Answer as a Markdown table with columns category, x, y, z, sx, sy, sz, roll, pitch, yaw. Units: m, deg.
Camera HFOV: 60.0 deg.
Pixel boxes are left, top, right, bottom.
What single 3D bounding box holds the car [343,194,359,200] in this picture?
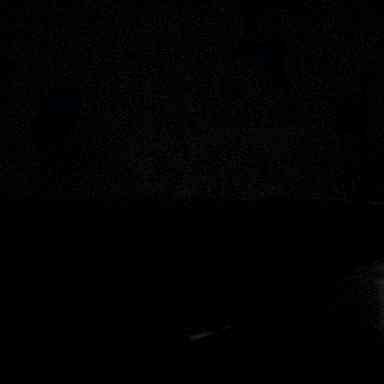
| category | x | y | z | sx | sy | sz | roll | pitch | yaw |
| --- | --- | --- | --- | --- | --- | --- | --- | --- | --- |
| car | 37.591 | 1.065 | 77.873 | 2.033 | 1.411 | 5.357 | 1 | 1 | -6 |
